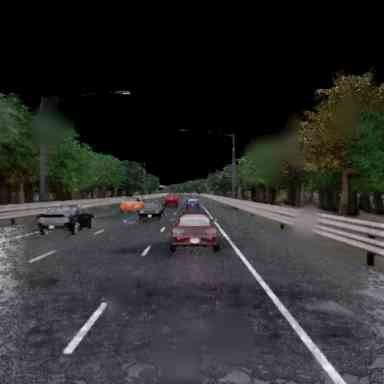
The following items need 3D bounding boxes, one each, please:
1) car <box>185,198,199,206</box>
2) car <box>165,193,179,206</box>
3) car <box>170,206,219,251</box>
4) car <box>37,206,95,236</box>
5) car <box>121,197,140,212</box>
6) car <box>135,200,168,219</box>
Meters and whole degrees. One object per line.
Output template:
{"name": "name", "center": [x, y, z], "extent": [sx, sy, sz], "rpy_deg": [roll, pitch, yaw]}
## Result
{"name": "car", "center": [0.082, 1.570, 47.808], "extent": [1.812, 1.442, 4.674], "rpy_deg": [0, 0, 0]}
{"name": "car", "center": [-3.421, 1.266, 57.419], "extent": [2.150, 2.045, 5.566], "rpy_deg": [0, 0, 0]}
{"name": "car", "center": [0.094, 1.545, 14.000], "extent": [1.812, 1.442, 4.674], "rpy_deg": [0, 0, 0]}
{"name": "car", "center": [-6.907, 1.517, 18.767], "extent": [2.128, 1.511, 4.902], "rpy_deg": [0, 0, 0]}
{"name": "car", "center": [-6.915, 1.394, 38.933], "extent": [2.097, 1.767, 4.553], "rpy_deg": [0, 0, 0]}
{"name": "car", "center": [-3.412, 1.638, 29.030], "extent": [1.895, 1.301, 4.718], "rpy_deg": [0, 0, 0]}
